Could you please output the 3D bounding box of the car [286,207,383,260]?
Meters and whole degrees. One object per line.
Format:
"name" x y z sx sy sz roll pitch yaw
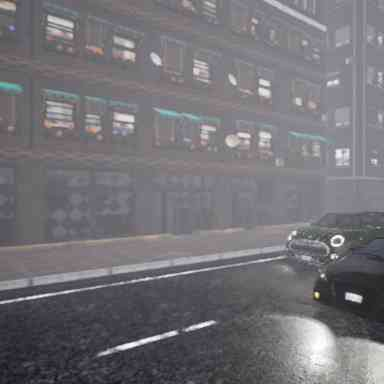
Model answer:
"car" 5.323 1.444 11.473 4.553 1.767 2.097 1 0 -35

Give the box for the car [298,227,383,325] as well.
"car" 4.364 1.627 6.799 4.181 1.385 1.994 1 0 -35
